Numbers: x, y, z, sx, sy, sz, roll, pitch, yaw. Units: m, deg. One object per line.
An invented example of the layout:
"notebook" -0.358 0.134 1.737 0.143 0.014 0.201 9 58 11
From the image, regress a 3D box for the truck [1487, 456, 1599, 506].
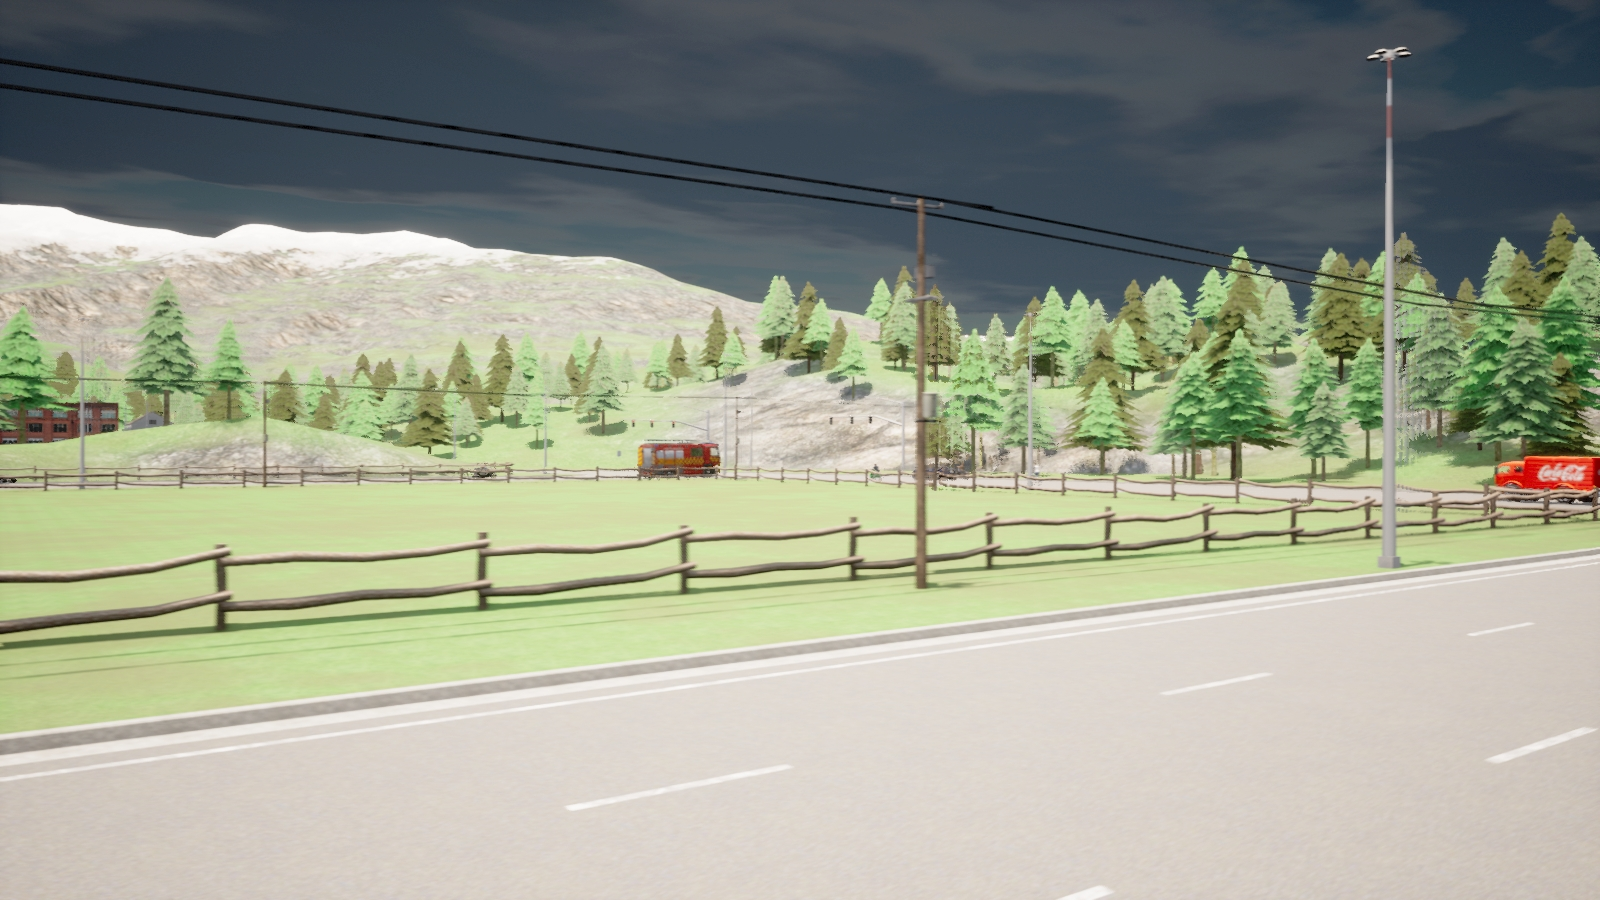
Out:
"truck" 39.600 1.570 60.247 2.627 2.467 5.204 0 0 -29
